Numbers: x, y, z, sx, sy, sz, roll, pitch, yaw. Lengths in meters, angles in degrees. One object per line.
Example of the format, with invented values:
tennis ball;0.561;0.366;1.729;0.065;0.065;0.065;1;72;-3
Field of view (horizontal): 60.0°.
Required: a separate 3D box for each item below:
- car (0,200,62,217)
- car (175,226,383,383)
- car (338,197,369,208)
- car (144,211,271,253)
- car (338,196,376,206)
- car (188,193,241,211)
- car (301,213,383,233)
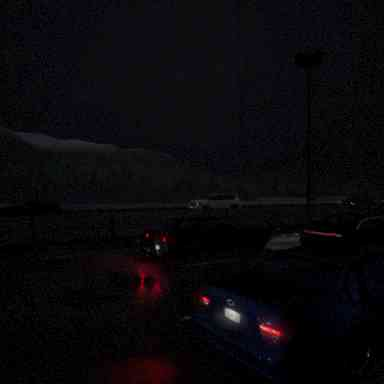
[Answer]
car;-13.703;1.441;28.330;4.892;1.490;1.837;0;0;-33
car;2.600;1.542;5.387;5.357;1.411;2.033;0;0;-33
car;23.797;1.520;48.937;4.181;1.385;1.994;0;0;-28
car;0.713;1.582;12.447;4.718;1.301;1.895;0;0;-32
car;19.185;1.316;38.686;4.553;1.767;2.097;0;0;-27
car;2.383;1.171;33.812;5.566;2.045;2.150;0;0;-28
car;5.863;1.481;11.434;4.902;1.511;2.128;0;0;-31
